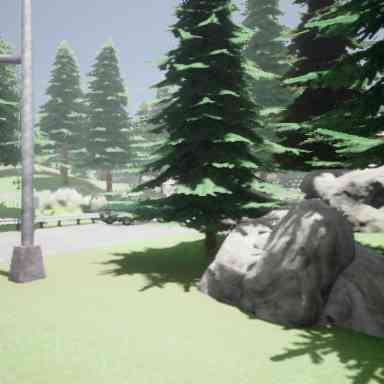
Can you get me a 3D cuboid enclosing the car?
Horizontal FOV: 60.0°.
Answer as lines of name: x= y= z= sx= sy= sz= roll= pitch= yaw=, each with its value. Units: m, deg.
car: x=-3.948 y=1.231 z=23.781 sx=2.150 sy=2.045 sz=5.566 roll=0 pitch=0 yaw=35
